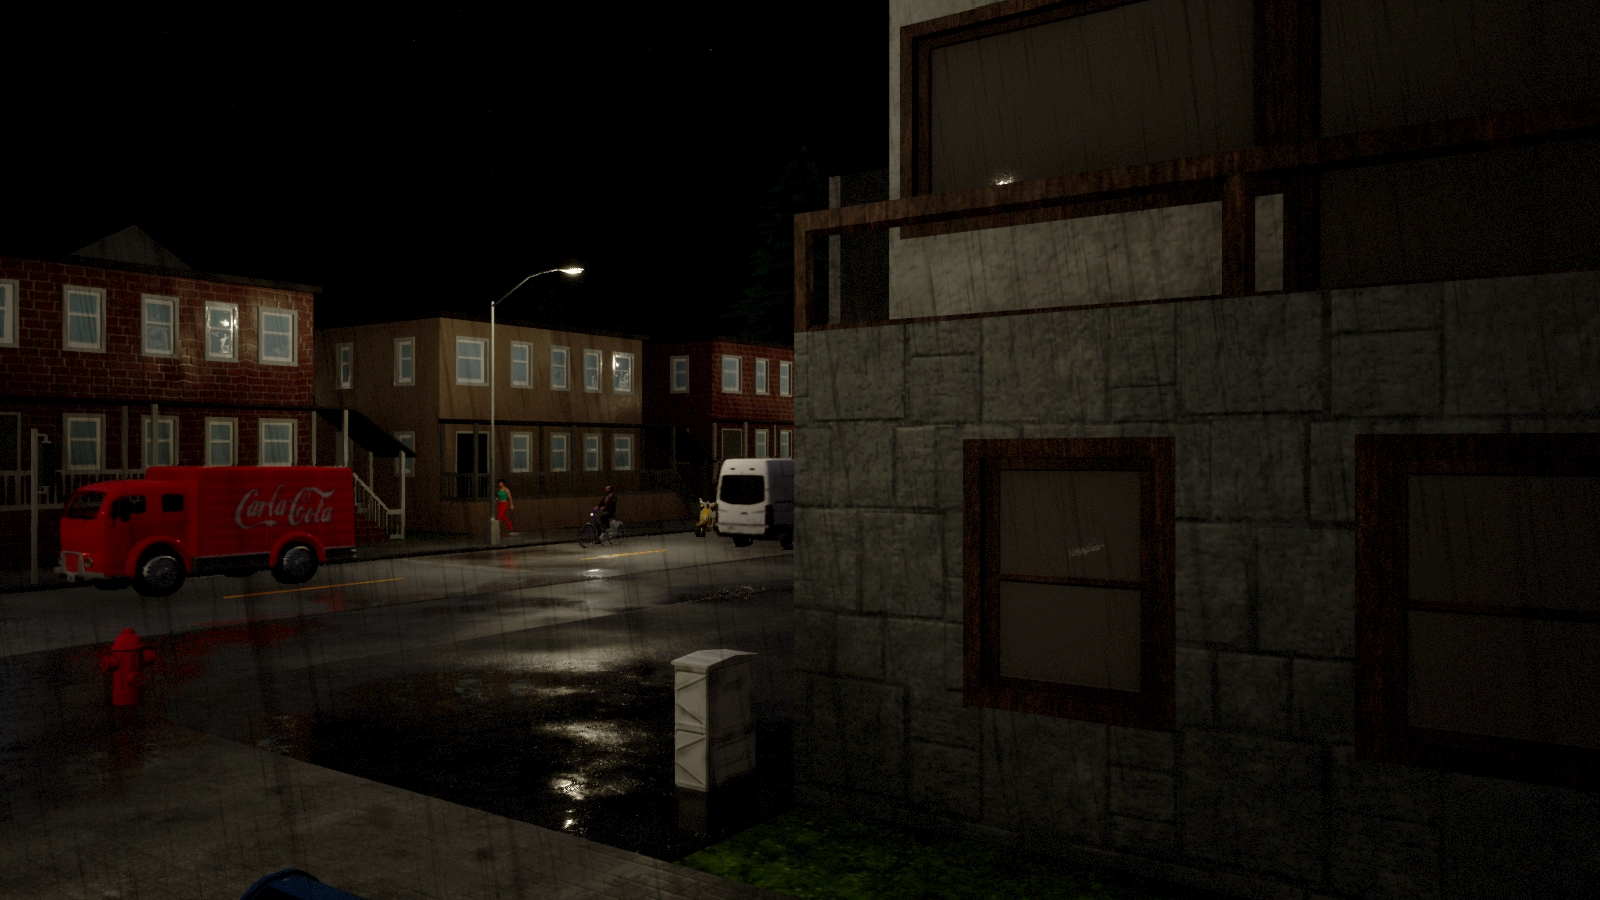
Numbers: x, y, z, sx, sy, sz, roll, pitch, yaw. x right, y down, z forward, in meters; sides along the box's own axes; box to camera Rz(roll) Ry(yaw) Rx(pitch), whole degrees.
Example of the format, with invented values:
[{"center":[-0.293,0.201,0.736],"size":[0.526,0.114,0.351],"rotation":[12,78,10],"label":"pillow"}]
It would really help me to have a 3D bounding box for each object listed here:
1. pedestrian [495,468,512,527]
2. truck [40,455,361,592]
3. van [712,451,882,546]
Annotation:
[{"center":[-9.409,1.512,36.297],"size":[0.375,1.860,0.375],"rotation":[0,0,33],"label":"pedestrian"},{"center":[-12.095,1.344,23.422],"size":[2.627,2.467,5.204],"rotation":[0,0,35],"label":"truck"},{"center":[0.051,1.306,33.807],"size":[1.988,2.561,5.915],"rotation":[0,0,35],"label":"van"}]
